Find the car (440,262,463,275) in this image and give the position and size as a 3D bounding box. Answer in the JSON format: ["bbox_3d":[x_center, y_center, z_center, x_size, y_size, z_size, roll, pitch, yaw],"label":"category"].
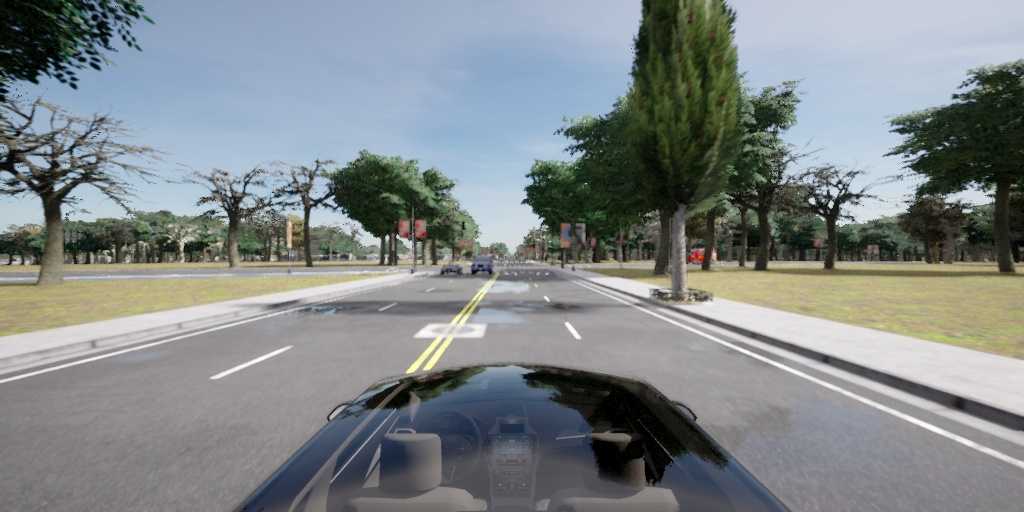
[{"bbox_3d":[-6.512,1.341,39.140,1.994,1.385,4.181,0,0,0],"label":"car"}]

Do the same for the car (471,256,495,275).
[{"bbox_3d":[-3.254,1.002,39.864,2.150,2.045,5.566,0,0,0],"label":"car"}]
